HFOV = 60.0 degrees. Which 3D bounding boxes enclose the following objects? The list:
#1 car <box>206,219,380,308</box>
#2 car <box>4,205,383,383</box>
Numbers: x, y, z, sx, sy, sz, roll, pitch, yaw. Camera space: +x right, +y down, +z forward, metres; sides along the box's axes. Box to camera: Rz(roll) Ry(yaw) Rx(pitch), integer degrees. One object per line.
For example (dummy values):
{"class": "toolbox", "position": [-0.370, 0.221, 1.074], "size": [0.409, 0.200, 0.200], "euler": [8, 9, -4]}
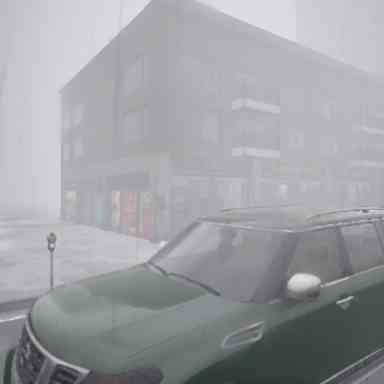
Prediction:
{"class": "car", "position": [2.712, 1.544, 8.462], "size": [4.507, 1.381, 1.887], "euler": [0, 0, -35]}
{"class": "car", "position": [0.923, 1.221, 4.035], "size": [5.566, 2.045, 2.150], "euler": [0, 0, -35]}
